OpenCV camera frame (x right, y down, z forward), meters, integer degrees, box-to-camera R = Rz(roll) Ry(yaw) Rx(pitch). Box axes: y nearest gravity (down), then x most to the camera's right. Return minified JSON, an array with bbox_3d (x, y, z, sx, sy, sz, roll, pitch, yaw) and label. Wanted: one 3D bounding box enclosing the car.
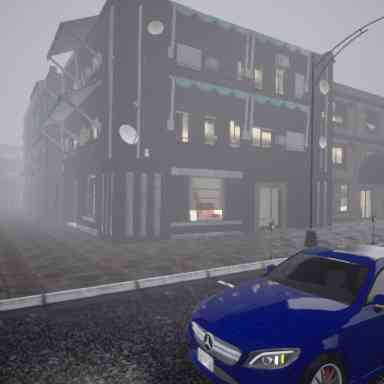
[{"bbox_3d":[2.157,1.528,4.712,4.674,1.442,1.812,0,0,-30],"label":"car"}]
